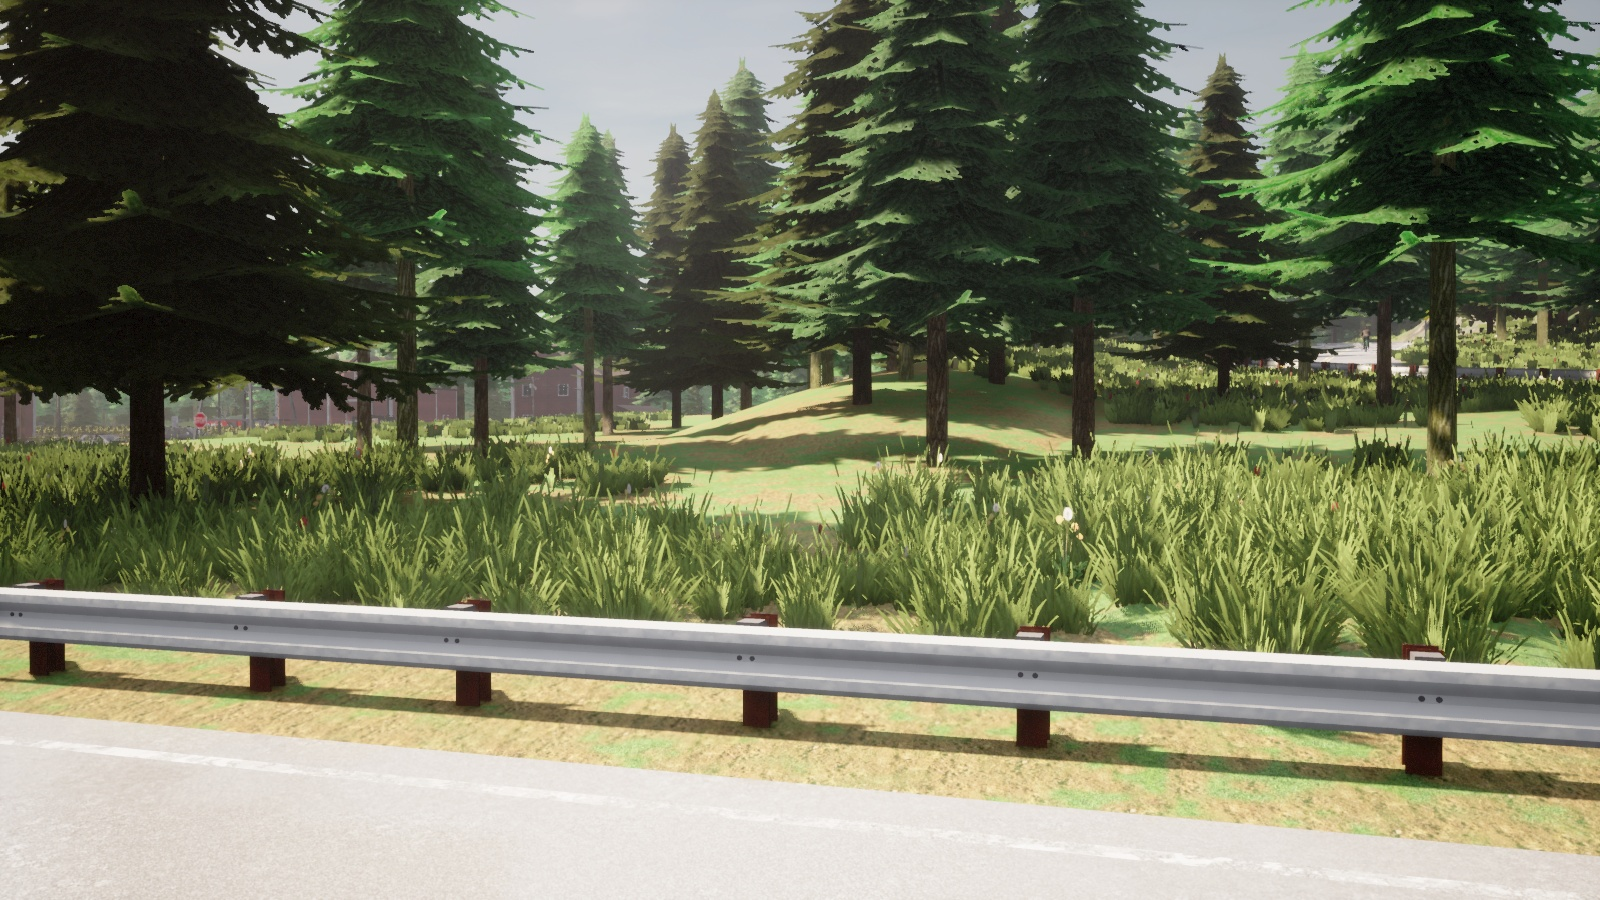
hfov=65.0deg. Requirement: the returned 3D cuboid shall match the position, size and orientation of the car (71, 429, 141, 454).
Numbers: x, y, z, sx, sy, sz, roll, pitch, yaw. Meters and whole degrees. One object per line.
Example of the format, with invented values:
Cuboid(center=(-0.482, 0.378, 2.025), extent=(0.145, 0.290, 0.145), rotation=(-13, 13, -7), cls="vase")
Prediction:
Cuboid(center=(-43.265, -0.551, 78.305), extent=(3.633, 1.501, 1.845), rotation=(1, 1, 20), cls="car")
